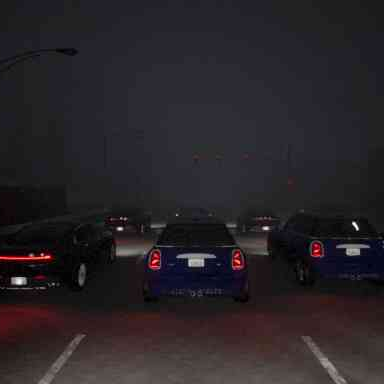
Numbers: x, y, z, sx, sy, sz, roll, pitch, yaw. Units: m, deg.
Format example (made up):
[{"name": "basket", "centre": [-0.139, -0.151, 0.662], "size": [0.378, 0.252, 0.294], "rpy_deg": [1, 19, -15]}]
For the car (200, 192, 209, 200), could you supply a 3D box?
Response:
[{"name": "car", "centre": [3.642, 1.531, 91.051], "size": [2.033, 1.411, 5.357], "rpy_deg": [0, 0, 0]}]

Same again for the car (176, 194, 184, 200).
[{"name": "car", "centre": [-3.358, 1.469, 91.062], "size": [1.882, 1.535, 5.008], "rpy_deg": [0, 0, 0]}]

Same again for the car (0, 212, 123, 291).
[{"name": "car", "centre": [-3.400, 1.505, 8.984], "size": [1.837, 1.490, 4.892], "rpy_deg": [0, 0, 0]}]

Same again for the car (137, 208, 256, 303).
[{"name": "car", "centre": [0.095, 1.352, 8.400], "size": [2.097, 1.767, 4.553], "rpy_deg": [0, 0, 0]}]

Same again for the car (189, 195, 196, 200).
[{"name": "car", "centre": [0.143, 1.516, 91.473], "size": [1.812, 1.442, 4.674], "rpy_deg": [0, 0, 0]}]

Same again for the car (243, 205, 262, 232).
[{"name": "car", "centre": [3.591, 1.505, 18.472], "size": [1.837, 1.490, 4.892], "rpy_deg": [0, 0, 1]}]

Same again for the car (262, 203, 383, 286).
[{"name": "car", "centre": [3.601, 1.352, 9.532], "size": [2.097, 1.767, 4.553], "rpy_deg": [0, 0, 0]}]

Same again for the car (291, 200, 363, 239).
[{"name": "car", "centre": [7.086, 1.352, 18.084], "size": [2.097, 1.767, 4.553], "rpy_deg": [0, 0, 1]}]

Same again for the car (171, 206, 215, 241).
[{"name": "car", "centre": [0.086, 1.547, 17.936], "size": [2.033, 1.411, 5.357], "rpy_deg": [0, 0, 1]}]

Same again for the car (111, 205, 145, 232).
[{"name": "car", "centre": [-3.411, 1.505, 18.267], "size": [1.837, 1.490, 4.892], "rpy_deg": [0, 0, 1]}]

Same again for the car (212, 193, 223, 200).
[{"name": "car", "centre": [7.142, 1.216, 91.075], "size": [2.150, 2.045, 5.566], "rpy_deg": [0, 0, 0]}]
